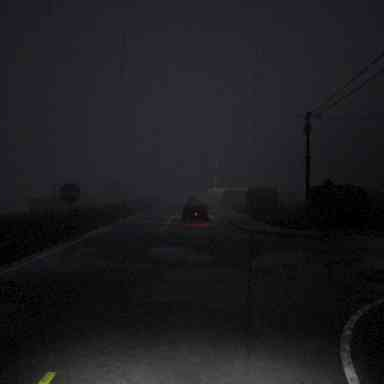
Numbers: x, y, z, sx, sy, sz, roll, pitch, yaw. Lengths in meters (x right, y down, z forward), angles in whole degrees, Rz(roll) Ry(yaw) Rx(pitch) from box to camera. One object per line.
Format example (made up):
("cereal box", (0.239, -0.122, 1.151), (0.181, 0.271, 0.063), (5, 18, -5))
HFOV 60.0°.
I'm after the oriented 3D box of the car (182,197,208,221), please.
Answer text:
("car", (0.234, 1.467, 26.819), (1.882, 1.535, 5.008), (0, 0, -1))
